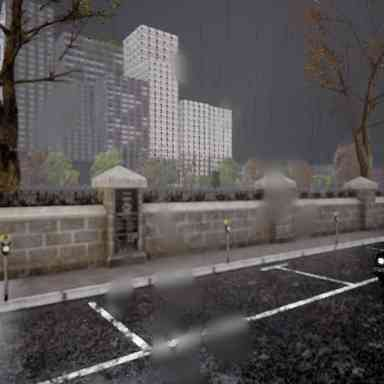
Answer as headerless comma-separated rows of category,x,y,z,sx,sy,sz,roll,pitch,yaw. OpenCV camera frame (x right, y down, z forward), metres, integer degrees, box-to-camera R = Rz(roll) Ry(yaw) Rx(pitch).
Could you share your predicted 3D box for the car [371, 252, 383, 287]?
car,6.249,1.567,7.862,4.718,1.301,1.895,0,0,-36
